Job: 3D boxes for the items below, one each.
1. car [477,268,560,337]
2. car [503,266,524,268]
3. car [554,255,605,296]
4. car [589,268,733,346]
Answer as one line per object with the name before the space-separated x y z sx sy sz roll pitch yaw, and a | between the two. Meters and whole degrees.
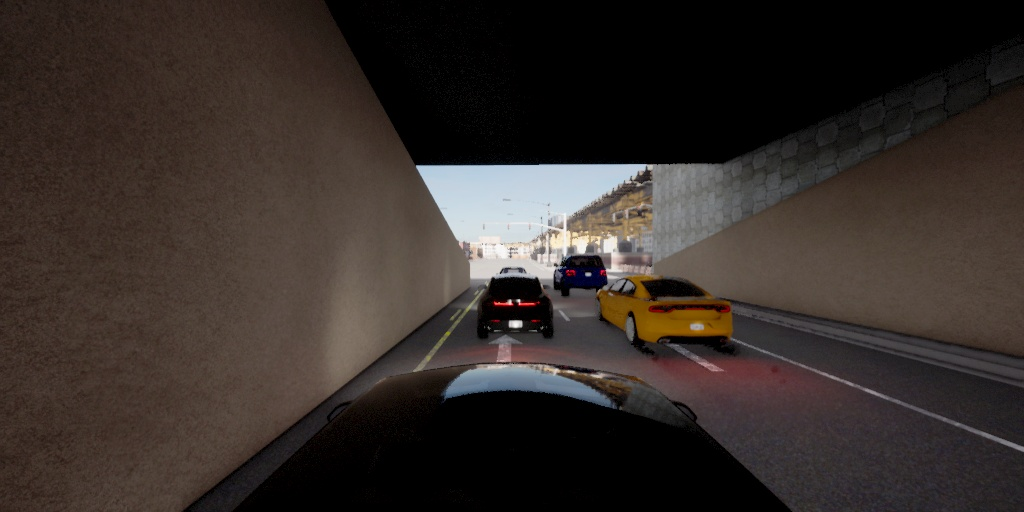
car | 0.076 1.251 10.313 1.837 1.490 4.892 0 0 0
car | 0.068 1.288 20.052 2.033 1.411 5.357 0 0 0
car | 3.569 0.963 19.484 2.150 2.045 5.566 0 0 0
car | 3.574 1.224 9.392 1.882 1.535 5.008 0 0 0
